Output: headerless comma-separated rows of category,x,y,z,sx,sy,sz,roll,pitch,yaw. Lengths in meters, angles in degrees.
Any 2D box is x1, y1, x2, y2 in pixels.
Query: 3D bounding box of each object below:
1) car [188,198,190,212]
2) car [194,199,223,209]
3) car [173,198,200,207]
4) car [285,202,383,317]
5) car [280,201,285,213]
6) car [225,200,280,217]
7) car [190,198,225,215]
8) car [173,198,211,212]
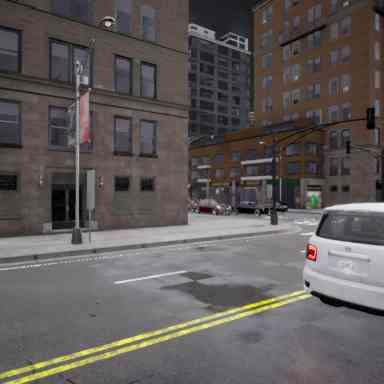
car,-1.097,1.420,36.809,1.967,1.590,4.097,0,0,-35
car,2.270,1.593,45.943,1.802,1.307,4.206,0,0,-35
car,-0.913,1.577,50.441,1.947,1.339,4.313,0,0,-35
car,4.603,1.222,6.732,5.566,2.045,2.150,0,0,-36
car,8.637,1.579,36.945,1.947,1.339,4.313,0,0,-35
car,5.677,1.594,31.627,1.895,1.301,4.718,0,0,-35
car,2.086,1.422,32.311,1.967,1.590,4.097,0,0,-35
car,-0.062,1.481,39.739,2.128,1.511,4.902,0,0,-35
